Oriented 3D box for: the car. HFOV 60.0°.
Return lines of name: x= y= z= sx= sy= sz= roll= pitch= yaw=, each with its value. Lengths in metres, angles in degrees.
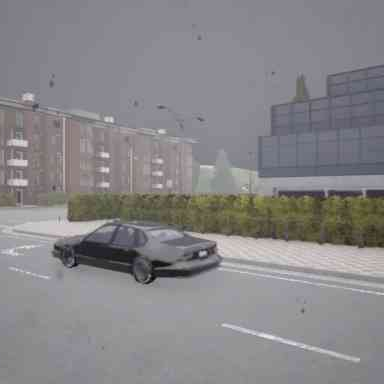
car: x=-1.771 y=1.547 z=9.534 sx=5.357 sy=1.411 sz=2.033 roll=0 pitch=0 yaw=35
